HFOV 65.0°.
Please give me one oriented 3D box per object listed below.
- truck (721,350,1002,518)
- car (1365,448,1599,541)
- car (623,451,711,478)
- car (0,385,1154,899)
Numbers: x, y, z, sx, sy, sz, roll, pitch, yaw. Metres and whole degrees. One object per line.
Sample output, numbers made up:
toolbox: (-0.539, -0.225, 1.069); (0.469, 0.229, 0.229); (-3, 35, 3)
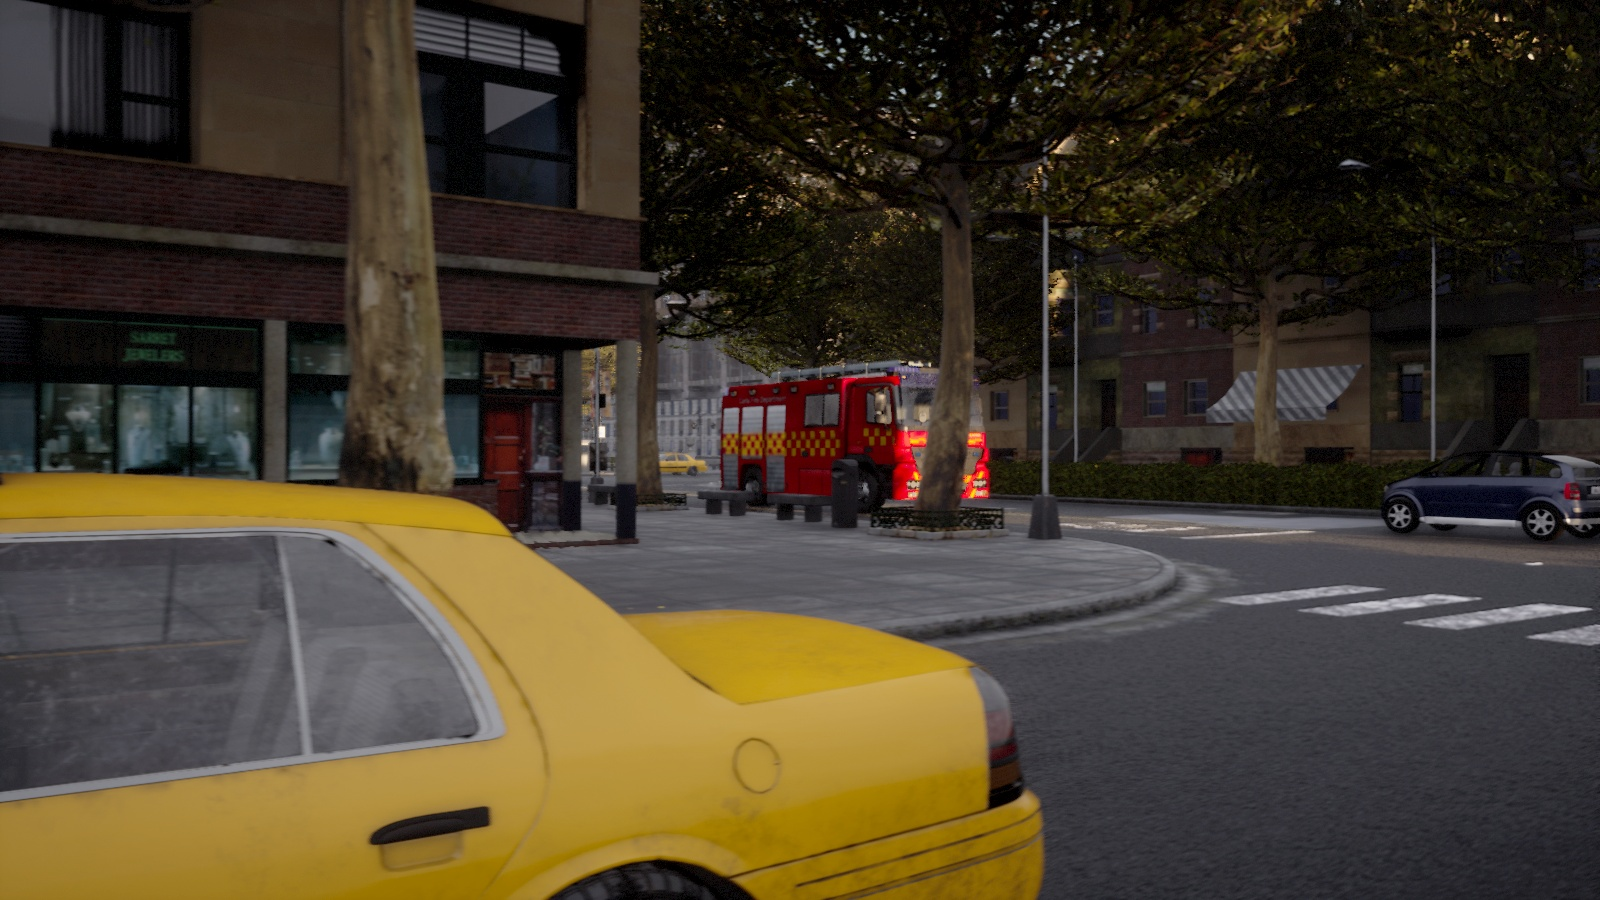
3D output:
truck: (1.312, -0.355, 33.017); (2.891, 3.827, 8.468); (0, 0, -34)
car: (12.476, 0.737, 22.741); (1.789, 1.549, 3.705); (0, 0, -34)
car: (-8.093, 0.863, 76.723); (5.366, 1.575, 1.801); (0, 0, -44)
car: (-1.820, 0.698, 2.393); (5.366, 1.575, 1.801); (0, 0, -35)
